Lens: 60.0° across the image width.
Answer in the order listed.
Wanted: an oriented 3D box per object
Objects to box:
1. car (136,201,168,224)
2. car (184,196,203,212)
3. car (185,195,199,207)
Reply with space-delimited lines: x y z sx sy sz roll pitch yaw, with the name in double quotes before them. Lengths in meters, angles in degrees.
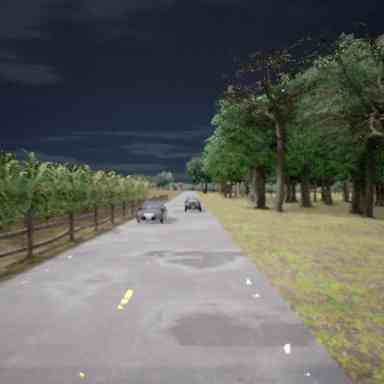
"car" -2.830 1.402 24.236 2.128 1.511 4.902 0 0 0
"car" 0.108 1.375 36.898 1.812 1.442 4.674 0 0 0
"car" 0.025 1.257 49.554 1.882 1.535 5.008 0 1 0
